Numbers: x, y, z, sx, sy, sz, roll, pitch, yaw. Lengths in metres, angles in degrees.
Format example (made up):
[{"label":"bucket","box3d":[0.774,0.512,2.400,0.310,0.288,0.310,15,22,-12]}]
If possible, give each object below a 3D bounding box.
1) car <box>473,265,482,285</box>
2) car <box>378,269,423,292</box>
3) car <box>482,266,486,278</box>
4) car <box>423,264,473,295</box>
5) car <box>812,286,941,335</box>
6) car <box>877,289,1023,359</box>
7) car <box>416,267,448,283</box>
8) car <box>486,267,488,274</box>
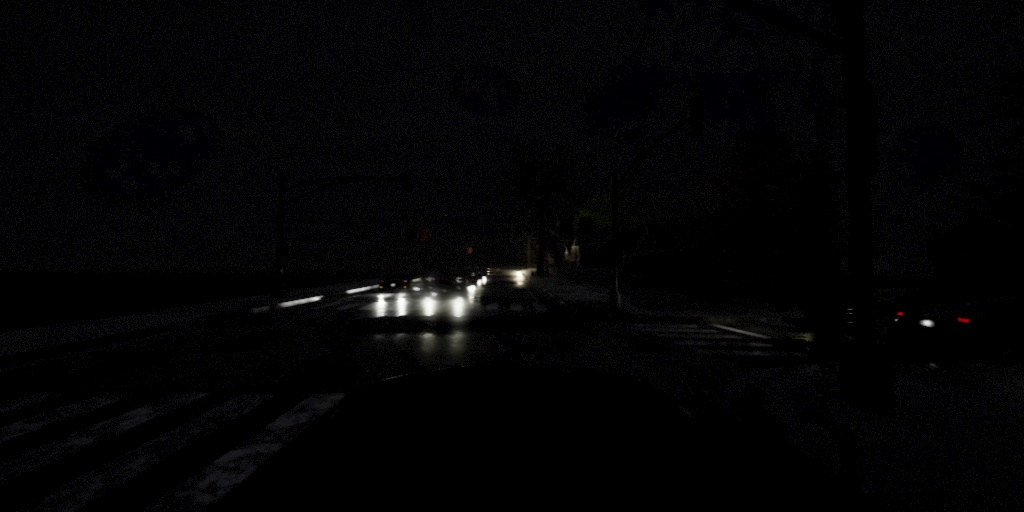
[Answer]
[{"label":"car","box3d":[-3.999,1.463,30.685,2.097,1.767,4.553,0,-1,-1]},{"label":"car","box3d":[-7.094,1.554,23.245,1.994,1.385,4.181,0,-1,-1]},{"label":"car","box3d":[-4.185,1.755,39.639,1.812,1.442,4.674,0,-1,-1]},{"label":"car","box3d":[-3.771,1.348,21.859,2.097,1.767,4.553,0,-1,-2]},{"label":"car","box3d":[12.815,1.737,11.906,5.008,1.535,1.882,1,-3,-3]},{"label":"car","box3d":[12.291,1.684,9.019,4.181,1.385,1.994,1,-3,-3]},{"label":"car","box3d":[-7.307,1.720,33.197,1.895,1.301,4.718,0,-1,-1]},{"label":"car","box3d":[-4.376,1.969,49.428,1.895,1.301,4.718,0,-1,-1]}]
